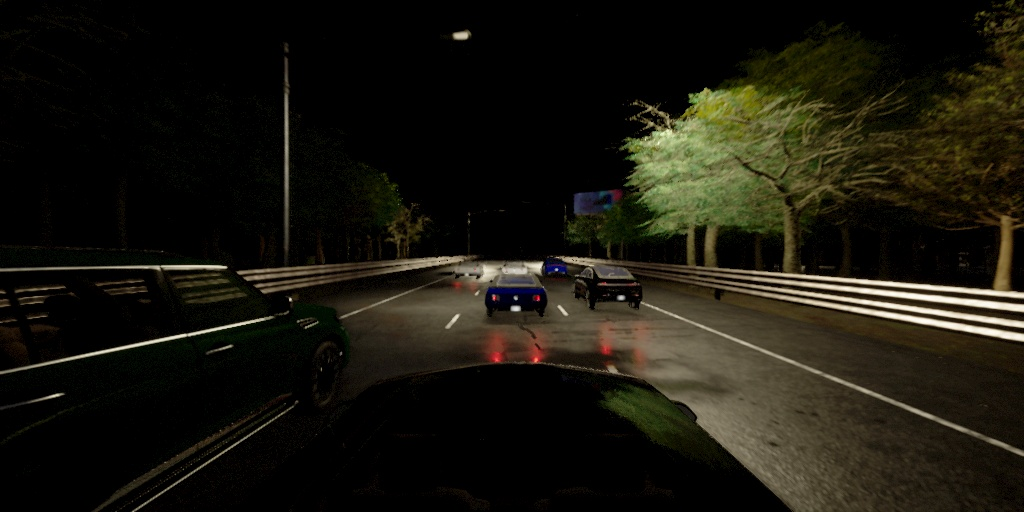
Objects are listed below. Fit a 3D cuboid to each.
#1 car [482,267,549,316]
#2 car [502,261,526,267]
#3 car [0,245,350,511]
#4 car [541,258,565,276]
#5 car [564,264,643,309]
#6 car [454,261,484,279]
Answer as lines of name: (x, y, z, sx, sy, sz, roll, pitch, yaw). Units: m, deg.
car: (0.126, 1.251, 12.840, 1.895, 1.301, 4.718, 0, 1, 0)
car: (0.165, 1.087, 28.680, 1.895, 1.301, 4.718, 0, 1, 0)
car: (-3.400, 0.957, 2.786, 2.150, 2.045, 5.566, 0, 0, 0)
car: (3.671, 0.950, 31.835, 1.882, 1.535, 5.008, 0, 1, 0)
car: (3.632, 1.144, 14.316, 2.128, 1.511, 4.902, 0, 1, 0)
car: (-3.336, 1.068, 28.719, 1.895, 1.301, 4.718, 0, 1, 0)
